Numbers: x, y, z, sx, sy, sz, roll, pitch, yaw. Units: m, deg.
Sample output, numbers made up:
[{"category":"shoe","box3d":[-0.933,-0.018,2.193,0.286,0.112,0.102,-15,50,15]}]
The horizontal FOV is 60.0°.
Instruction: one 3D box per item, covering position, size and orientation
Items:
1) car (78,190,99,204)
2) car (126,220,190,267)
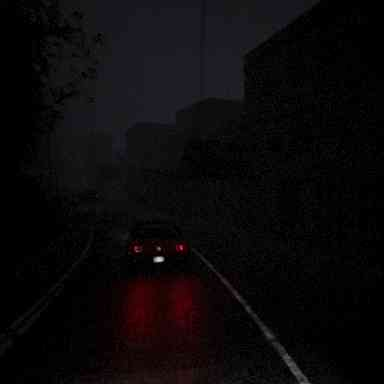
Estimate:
[{"category":"car","box3d":[-13.245,0.460,42.444,2.097,1.767,4.553,-2,4,-25]},{"category":"car","box3d":[-1.365,1.664,11.865,1.895,1.301,4.718,-1,0,-10]}]
